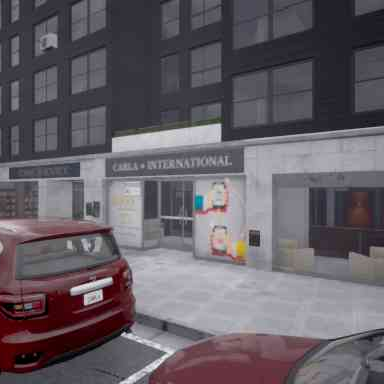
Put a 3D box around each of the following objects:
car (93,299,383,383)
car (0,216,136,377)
[{"bbox_3d":[1.513,1.582,1.999,4.206,1.307,1.802,0,0,35],"label":"car"},{"bbox_3d":[-3.099,1.314,5.281,5.009,1.841,2.192,0,0,35],"label":"car"}]
